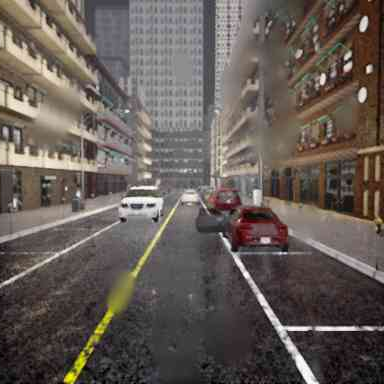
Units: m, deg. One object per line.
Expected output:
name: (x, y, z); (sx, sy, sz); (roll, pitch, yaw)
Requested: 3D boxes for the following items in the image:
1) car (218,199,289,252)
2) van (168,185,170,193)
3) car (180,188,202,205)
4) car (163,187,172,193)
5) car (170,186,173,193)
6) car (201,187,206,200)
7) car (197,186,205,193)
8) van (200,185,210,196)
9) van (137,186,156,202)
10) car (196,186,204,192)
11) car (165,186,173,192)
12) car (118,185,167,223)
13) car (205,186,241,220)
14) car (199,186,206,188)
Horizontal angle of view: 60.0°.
car: (2.157, 1.198, 12.102); (1.812, 1.442, 4.674); (0, 2, 0)
van: (-5.696, -0.365, 63.261); (1.690, 1.788, 3.998); (-1, 2, 0)
car: (-0.158, 0.566, 35.625); (1.812, 1.442, 4.674); (0, 2, 0)
car: (-5.792, -0.591, 79.909); (1.947, 1.339, 4.313); (-1, 2, 0)
car: (-5.762, -0.692, 74.355); (2.192, 1.841, 5.009); (-1, 2, 0)
car: (2.315, 0.413, 41.314); (1.752, 1.417, 4.829); (-1, 2, 0)
car: (2.088, -0.612, 79.973); (1.887, 1.381, 4.507); (-1, 2, 0)
van: (2.216, -0.215, 57.780); (1.690, 1.788, 3.998); (-1, 2, 0)
van: (-5.566, 0.233, 41.074); (1.690, 1.788, 3.998); (-1, 2, 0)
car: (2.054, -0.787, 85.690); (1.752, 1.417, 4.829); (-1, 2, 0)
car: (-5.825, -0.763, 85.455); (1.887, 1.381, 4.507); (-1, 2, 0)
car: (-2.969, 0.668, 20.464); (2.150, 2.045, 5.566); (0, 1, 0)
car: (2.412, 0.655, 24.498); (2.192, 1.841, 5.009); (-1, 2, 0)
car: (2.283, 0.183, 46.689); (1.967, 1.590, 4.097); (-1, 2, 0)
